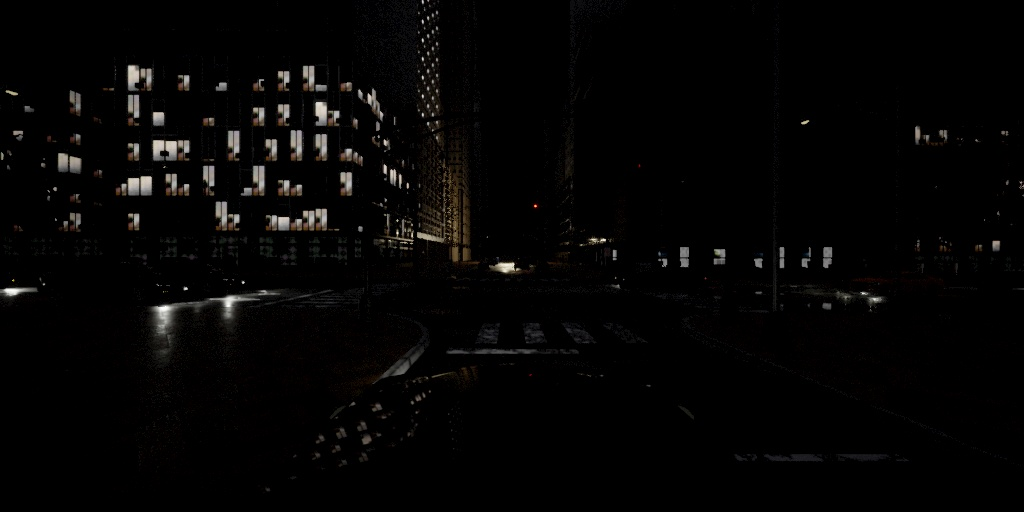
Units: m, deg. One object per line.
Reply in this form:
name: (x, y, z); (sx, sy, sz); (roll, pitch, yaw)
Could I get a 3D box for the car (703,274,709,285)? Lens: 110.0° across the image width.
car: (10.868, 1.517, 25.297); (5.357, 1.411, 2.033); (1, 0, -3)

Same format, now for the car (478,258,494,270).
car: (-4.039, 1.342, 52.171); (1.802, 1.307, 4.207); (0, 0, 0)

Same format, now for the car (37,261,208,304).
car: (-15.362, 0.998, 14.112); (4.892, 1.490, 1.837); (1, 0, -3)

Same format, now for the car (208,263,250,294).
car: (-15.510, 0.994, 17.358); (4.892, 1.490, 1.837); (1, 0, -3)

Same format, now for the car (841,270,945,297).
car: (24.225, 1.688, 22.665); (5.008, 1.535, 1.882); (1, 0, -3)

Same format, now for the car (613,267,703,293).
car: (8.686, 1.520, 21.938); (4.718, 1.301, 1.895); (2, 0, -3)

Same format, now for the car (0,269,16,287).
car: (-26.473, 0.853, 16.854); (4.181, 1.385, 1.994); (1, 0, -3)

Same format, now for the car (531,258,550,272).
car: (3.915, 1.329, 46.680); (1.948, 1.339, 4.313); (0, 0, 0)

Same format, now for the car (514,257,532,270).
car: (1.372, 1.112, 52.734); (2.097, 1.767, 4.553); (0, 0, 0)

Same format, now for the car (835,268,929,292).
car: (26.796, 1.733, 26.038); (5.008, 1.535, 1.882); (1, 0, -3)

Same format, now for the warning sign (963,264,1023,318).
warning sign: (17.272, 1.204, 12.881); (1.060, 1.860, 1.300); (0, 0, -3)
